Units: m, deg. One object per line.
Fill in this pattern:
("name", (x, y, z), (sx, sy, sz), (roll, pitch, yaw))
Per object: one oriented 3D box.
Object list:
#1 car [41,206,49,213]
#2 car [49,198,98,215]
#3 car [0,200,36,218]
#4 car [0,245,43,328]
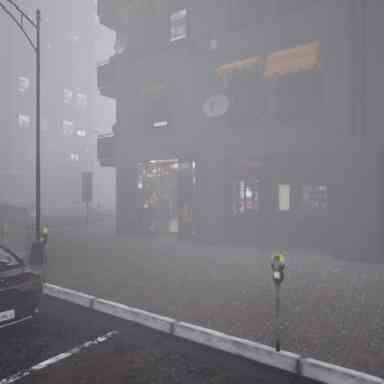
("car", (-14.033, 1.350, 26.064), (2.008, 1.369, 4.403), (1, 1, 35))
("car", (-10.944, 1.250, 30.490), (1.752, 1.417, 4.829), (1, 1, 35))
("car", (-13.801, 1.388, 22.257), (2.033, 1.411, 5.357), (0, 1, 39))
("car", (-4.465, 1.551, 6.056), (4.403, 1.369, 2.008), (0, 0, 35))
